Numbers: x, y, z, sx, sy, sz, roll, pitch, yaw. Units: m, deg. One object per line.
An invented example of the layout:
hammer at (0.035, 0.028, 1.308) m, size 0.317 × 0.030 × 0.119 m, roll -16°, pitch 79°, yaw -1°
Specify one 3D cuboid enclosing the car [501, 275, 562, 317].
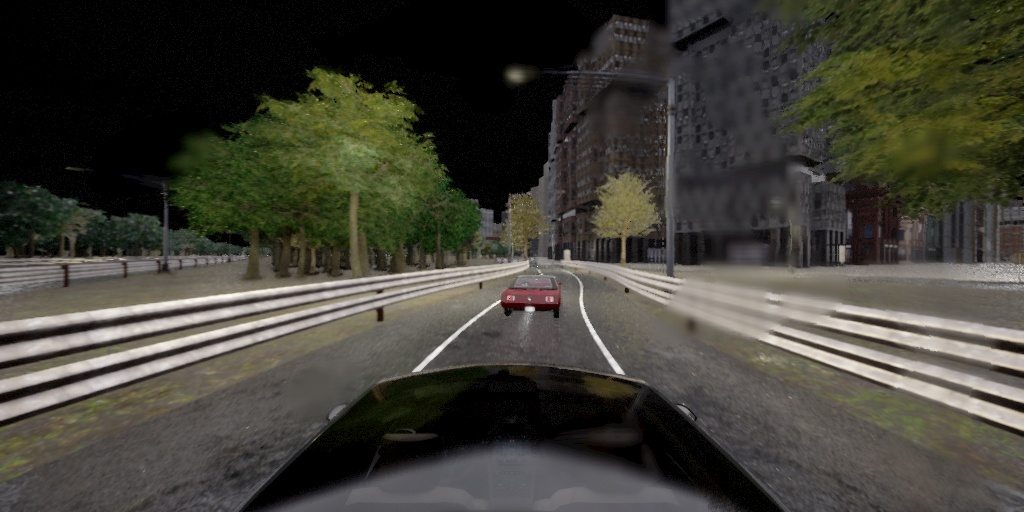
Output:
car at (0.895, 1.355, 13.300) m, size 1.895 × 1.301 × 4.718 m, roll 0°, pitch 0°, yaw 9°
